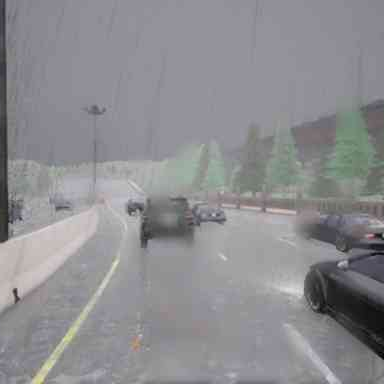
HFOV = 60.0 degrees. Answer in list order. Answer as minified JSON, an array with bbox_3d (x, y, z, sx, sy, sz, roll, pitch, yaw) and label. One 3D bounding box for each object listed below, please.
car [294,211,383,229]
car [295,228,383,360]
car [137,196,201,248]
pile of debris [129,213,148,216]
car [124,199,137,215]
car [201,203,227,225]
[{"bbox_3d":[6.059,1.472,13.389,2.033,1.411,5.357,0,0,-7],"label":"car"},{"bbox_3d":[3.271,1.531,4.924,1.994,1.385,4.181,0,0,-3],"label":"car"},{"bbox_3d":[-1.243,1.176,14.903,2.150,2.045,5.566,0,0,-9],"label":"car"},{"bbox_3d":[-4.916,2.094,30.608,1.500,0.140,1.860,0,0,-16],"label":"pile of debris"},{"bbox_3d":[-5.551,1.419,32.962,1.837,1.490,4.892,0,0,-16],"label":"car"},{"bbox_3d":[0.790,1.464,22.933,2.033,1.411,5.357,0,0,-13],"label":"car"}]
